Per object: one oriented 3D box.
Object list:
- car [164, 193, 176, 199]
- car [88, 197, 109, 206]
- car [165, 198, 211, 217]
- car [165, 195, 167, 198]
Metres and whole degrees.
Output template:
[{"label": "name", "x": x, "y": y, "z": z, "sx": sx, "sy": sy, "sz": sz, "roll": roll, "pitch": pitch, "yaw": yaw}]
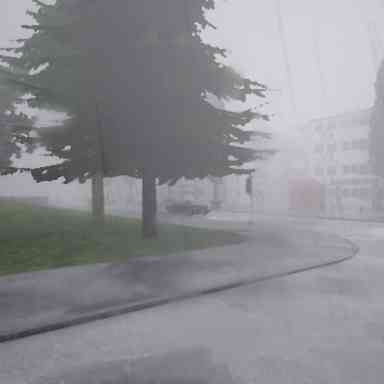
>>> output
[{"label": "car", "x": -5.757, "y": 1.093, "z": 86.155, "sx": 1.845, "sy": 1.501, "sz": 3.633, "roll": 0, "pitch": 0, "yaw": -24}, {"label": "car", "x": -14.084, "y": 1.378, "z": 49.693, "sx": 1.837, "sy": 1.490, "sz": 4.892, "roll": -1, "pitch": 0, "yaw": -35}, {"label": "car", "x": -0.396, "y": 1.473, "z": 30.310, "sx": 1.895, "sy": 1.301, "sz": 4.718, "roll": -1, "pitch": 0, "yaw": -35}, {"label": "car", "x": -4.413, "y": 1.339, "z": 83.679, "sx": 4.974, "sy": 1.542, "sz": 2.038, "roll": 0, "pitch": 0, "yaw": -5}]
